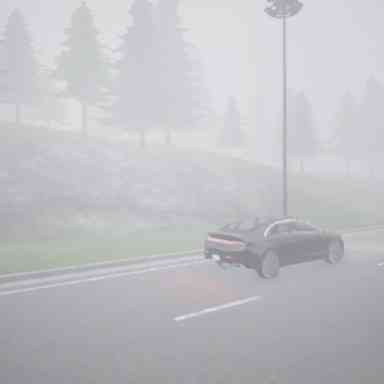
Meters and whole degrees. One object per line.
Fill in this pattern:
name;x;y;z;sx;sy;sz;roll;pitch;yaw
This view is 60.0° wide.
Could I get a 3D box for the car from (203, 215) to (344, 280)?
car;2.582;1.449;9.886;4.902;1.511;2.128;0;0;-35
